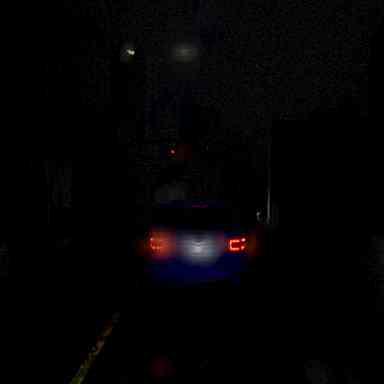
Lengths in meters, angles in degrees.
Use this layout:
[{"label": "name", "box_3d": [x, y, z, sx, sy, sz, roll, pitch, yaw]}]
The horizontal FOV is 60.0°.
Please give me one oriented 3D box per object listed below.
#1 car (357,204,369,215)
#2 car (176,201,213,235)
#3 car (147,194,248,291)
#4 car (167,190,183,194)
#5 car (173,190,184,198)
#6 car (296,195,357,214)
[{"label": "car", "box_3d": [18.218, 1.527, 32.402, 4.206, 1.307, 1.802, 1, 0, 0]}, {"label": "car", "box_3d": [0.119, 1.390, 19.125, 1.837, 1.490, 4.892, 0, 1, -1]}, {"label": "car", "box_3d": [0.111, 1.196, 9.099, 2.150, 2.045, 5.566, 0, 0, 0]}, {"label": "car", "box_3d": [-2.712, 0.834, 45.161, 2.128, 1.511, 4.902, 0, 2, -1]}, {"label": "car", "box_3d": [-2.578, 0.353, 64.872, 1.895, 1.301, 4.718, 0, 2, 1]}, {"label": "car", "box_3d": [12.820, 1.183, 32.409, 5.009, 1.841, 2.192, 1, 0, 0]}]
